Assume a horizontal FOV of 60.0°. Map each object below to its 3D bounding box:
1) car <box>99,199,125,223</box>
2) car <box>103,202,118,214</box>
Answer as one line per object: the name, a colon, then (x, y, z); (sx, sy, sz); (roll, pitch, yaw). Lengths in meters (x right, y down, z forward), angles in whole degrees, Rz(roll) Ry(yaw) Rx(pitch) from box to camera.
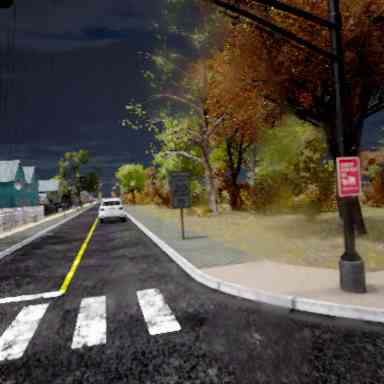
car: (-7.674, 1.711, 31.830); (2.150, 2.045, 5.566); (-4, 0, -14)
car: (-12.315, 2.366, 50.137); (2.033, 1.411, 5.357); (-4, 0, -14)
